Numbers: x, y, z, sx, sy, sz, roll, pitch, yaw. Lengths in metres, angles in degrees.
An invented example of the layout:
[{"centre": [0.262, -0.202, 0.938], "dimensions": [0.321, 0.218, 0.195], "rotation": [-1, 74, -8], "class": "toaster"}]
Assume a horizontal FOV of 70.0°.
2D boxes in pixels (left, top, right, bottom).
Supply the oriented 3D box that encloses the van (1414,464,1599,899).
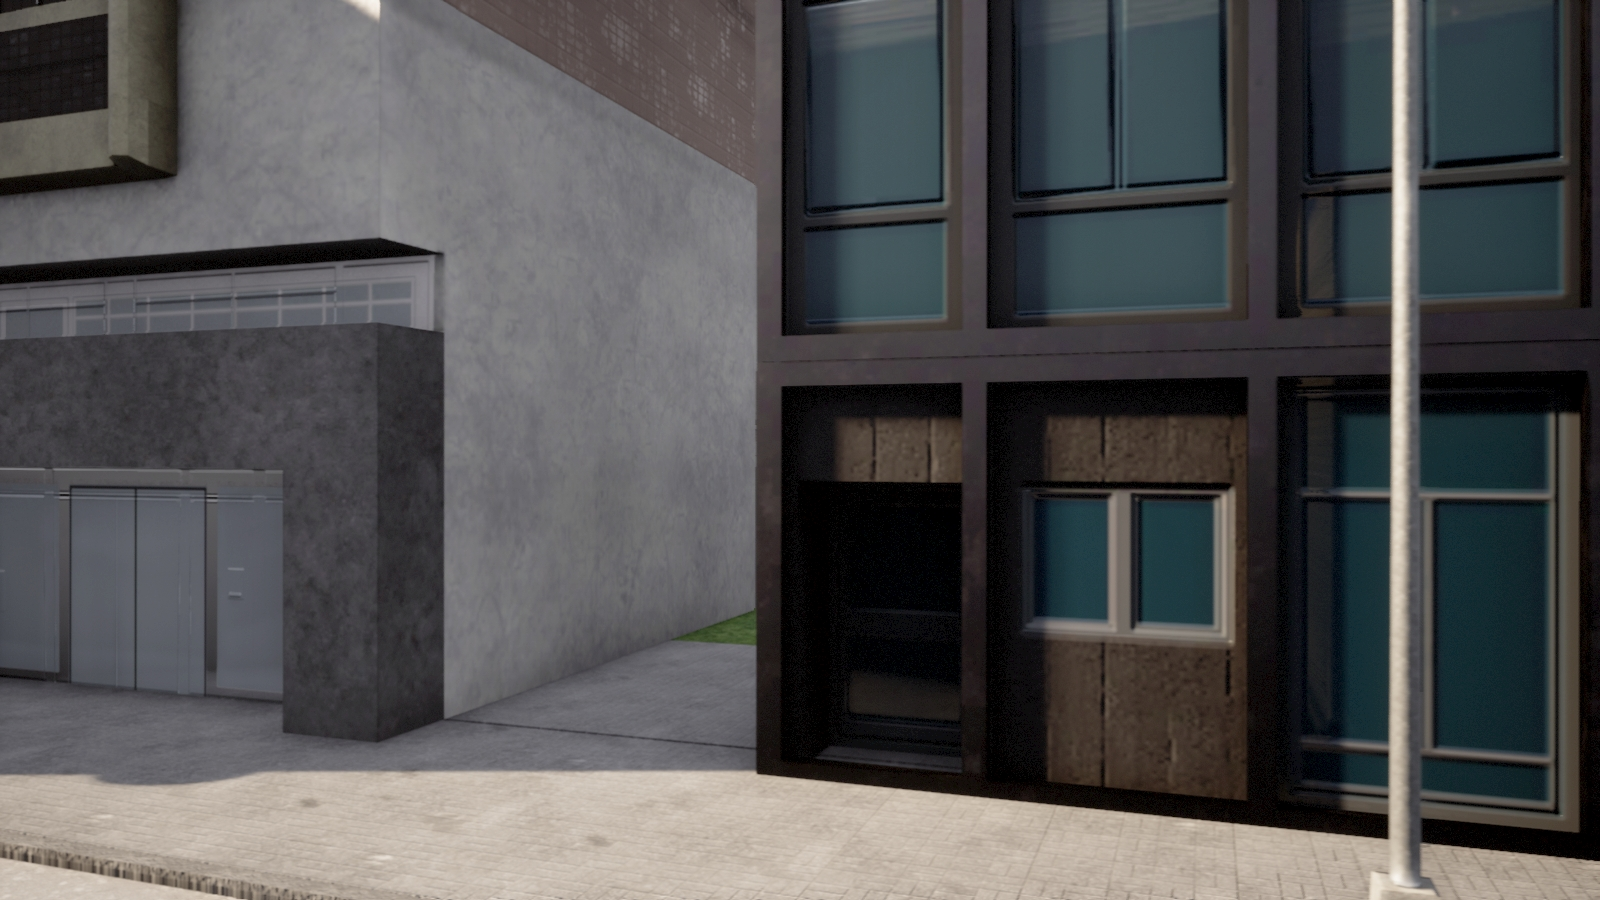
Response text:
[{"centre": [4.625, 1.314, 2.109], "dimensions": [5.915, 2.561, 1.988], "rotation": [0, 0, 20], "class": "van"}]
